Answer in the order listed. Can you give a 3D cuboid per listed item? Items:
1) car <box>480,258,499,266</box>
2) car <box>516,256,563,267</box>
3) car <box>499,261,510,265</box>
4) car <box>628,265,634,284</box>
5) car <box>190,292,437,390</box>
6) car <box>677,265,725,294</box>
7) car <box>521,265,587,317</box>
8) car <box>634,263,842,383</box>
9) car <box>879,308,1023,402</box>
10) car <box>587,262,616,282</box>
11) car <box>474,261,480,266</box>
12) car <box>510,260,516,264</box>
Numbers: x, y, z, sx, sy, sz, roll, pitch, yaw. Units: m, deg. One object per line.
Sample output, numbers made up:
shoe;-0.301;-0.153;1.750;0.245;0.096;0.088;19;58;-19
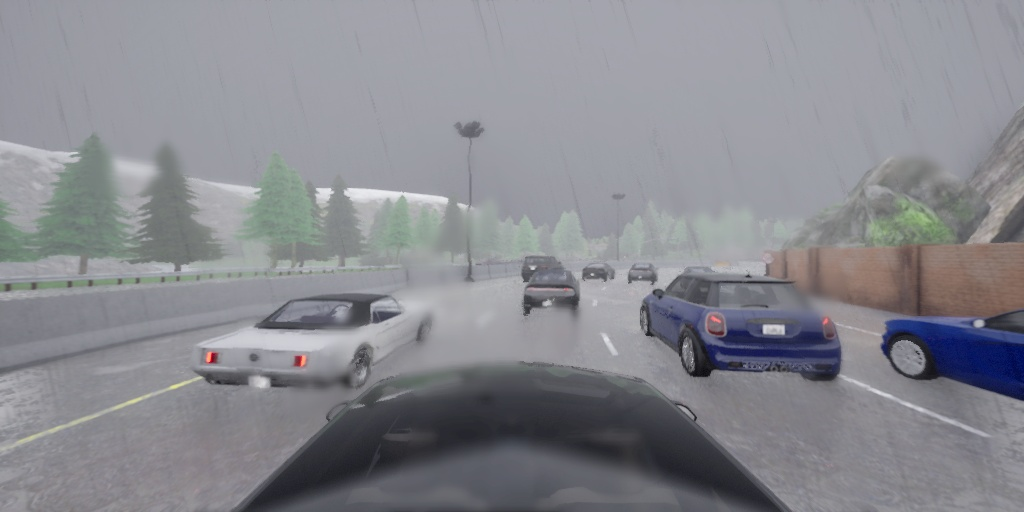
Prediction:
car;-2.082;1.365;53.927;1.895;1.301;4.718;0;0;39
car;2.544;0.991;27.852;2.150;2.045;5.566;0;0;23
car;0.719;1.276;51.812;1.837;1.490;4.892;0;0;39
car;10.034;1.285;27.283;2.128;1.511;4.902;0;0;26
car;-2.991;1.343;6.818;1.895;1.301;4.718;0;0;6
car;11.423;1.343;21.992;2.033;1.411;5.357;0;0;22
car;1.593;1.252;13.357;2.128;1.511;4.902;0;0;11
car;4.152;1.117;7.425;2.097;1.767;4.553;0;0;7
car;7.256;1.253;4.181;1.882;1.535;5.008;0;0;5
car;7.195;1.262;29.404;1.882;1.535;5.008;0;0;26
car;-3.958;1.112;57.100;2.097;1.767;4.553;0;0;40
car;2.531;1.324;48.572;2.033;1.411;5.357;0;0;37
